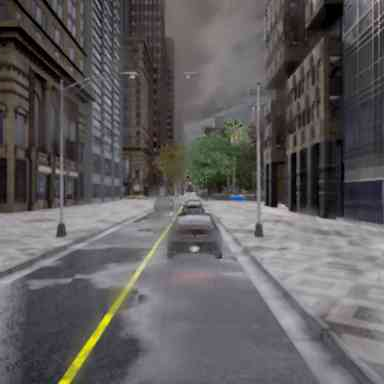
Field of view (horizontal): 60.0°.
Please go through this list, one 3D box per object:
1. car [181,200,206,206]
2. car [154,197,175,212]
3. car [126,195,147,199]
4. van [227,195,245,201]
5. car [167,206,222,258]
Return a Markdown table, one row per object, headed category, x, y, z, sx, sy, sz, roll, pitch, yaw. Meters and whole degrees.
| category | x | y | z | sx | sy | sz | roll | pitch | yaw |
| --- | --- | --- | --- | --- | --- | --- | --- | --- | --- |
| car | 0.097 | 1.491 | 28.670 | 1.837 | 1.490 | 4.892 | 0 | 0 | 0 |
| car | -3.081 | 1.338 | 37.523 | 2.097 | 1.767 | 4.553 | 0 | 0 | 0 |
| car | -15.005 | 1.333 | 87.412 | 4.829 | 1.417 | 1.752 | 1 | -1 | 0 |
| van | 11.916 | 1.592 | 87.303 | 3.998 | 1.788 | 1.690 | 1 | -1 | 0 |
| car | 0.088 | 1.498 | 12.710 | 1.837 | 1.490 | 4.892 | 0 | 0 | 0 |
